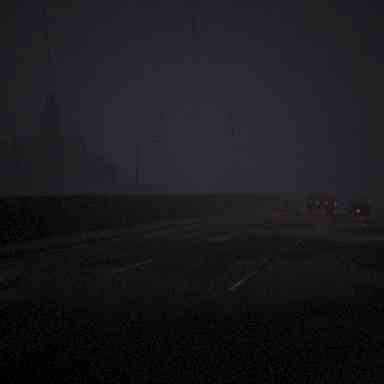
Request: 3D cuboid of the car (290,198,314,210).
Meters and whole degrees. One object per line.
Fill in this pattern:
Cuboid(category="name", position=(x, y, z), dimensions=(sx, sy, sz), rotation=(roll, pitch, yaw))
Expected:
Cuboid(category="car", position=(14.815, 1.528, 44.617), dimensions=(2.033, 1.411, 5.357), rotation=(0, 0, 29))

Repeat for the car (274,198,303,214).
Cuboid(category="car", position=(10.240, 1.462, 35.937), dimensions=(1.882, 1.535, 5.008), rotation=(0, 0, 28))

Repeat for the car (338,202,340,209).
Cuboid(category="car", position=(18.224, 1.581, 43.538), dimensions=(1.895, 1.301, 4.718), rotation=(0, 0, 29))

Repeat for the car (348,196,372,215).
Cuboid(category="car", position=(16.658, 1.488, 33.091), dimensions=(1.837, 1.490, 4.892), rotation=(0, 0, 28))

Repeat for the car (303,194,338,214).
Cuboid(category="car", position=(13.543, 1.204, 34.837), dimensions=(2.150, 2.045, 5.566), rotation=(0, 0, 29))
